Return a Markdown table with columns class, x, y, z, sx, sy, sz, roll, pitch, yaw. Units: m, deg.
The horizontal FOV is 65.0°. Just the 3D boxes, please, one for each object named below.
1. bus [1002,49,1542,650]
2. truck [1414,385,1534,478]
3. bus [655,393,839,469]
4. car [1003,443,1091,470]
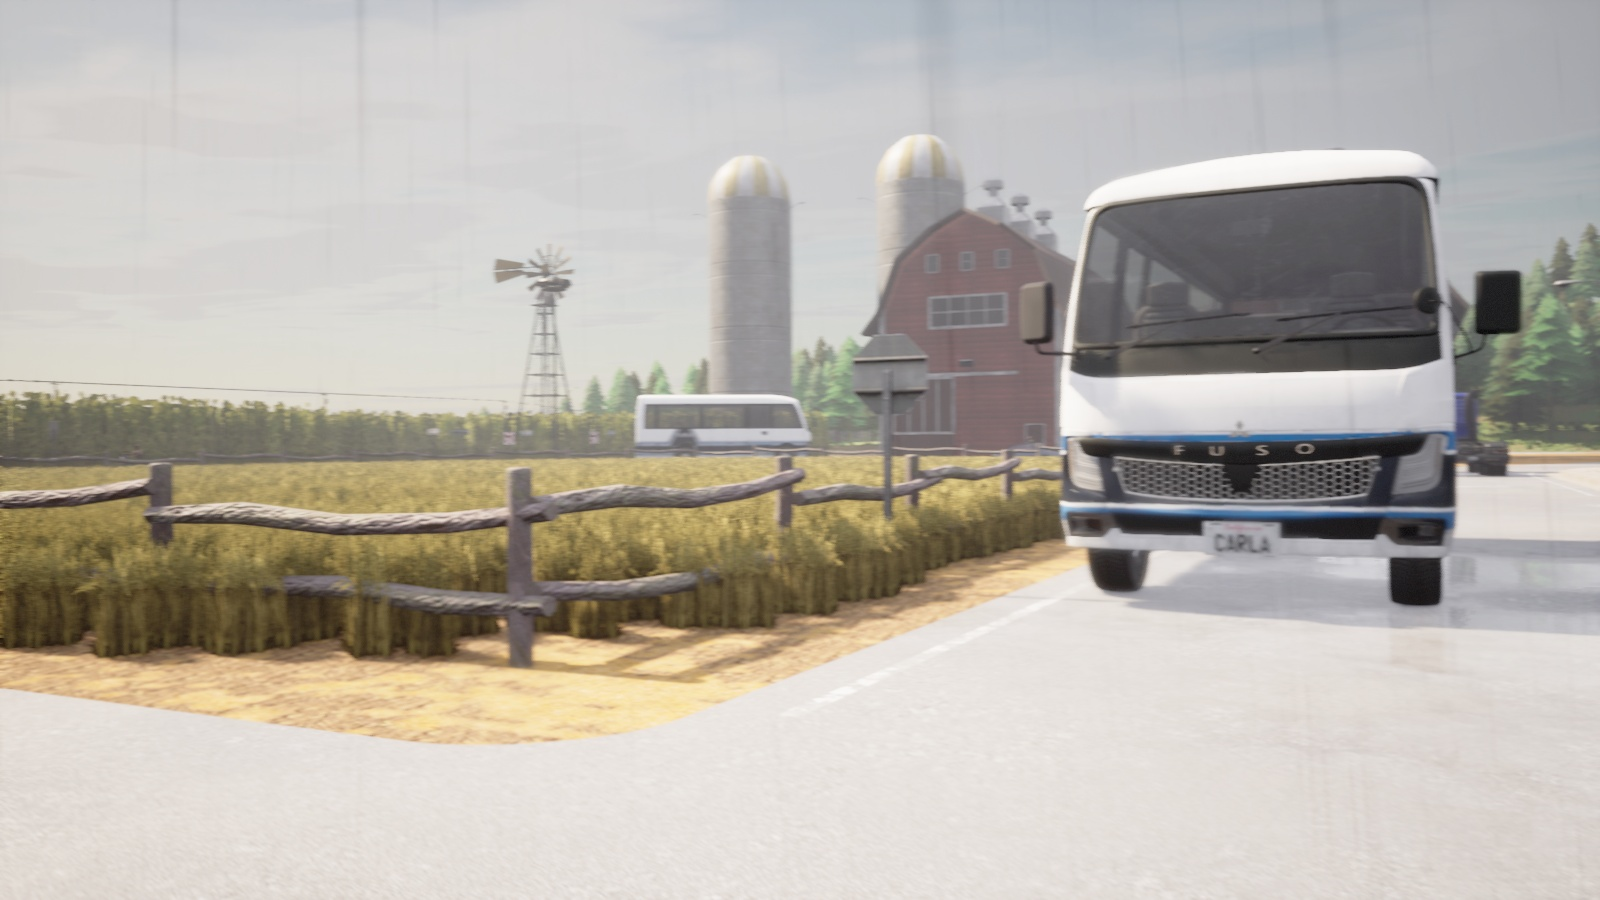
| class | x | y | z | sx | sy | sz | roll | pitch | yaw |
| --- | --- | --- | --- | --- | --- | --- | --- | --- | --- |
| bus | 5.807 | -0.753 | 14.372 | 3.944 | 4.253 | 10.273 | 0 | 0 | 27 |
| truck | 27.182 | -0.716 | 51.052 | 2.891 | 3.462 | 7.936 | -1 | 0 | 18 |
| bus | -3.113 | -1.060 | 72.224 | 10.273 | 4.253 | 3.944 | 0 | -1 | -5 |
| car | 12.874 | 0.329 | 65.469 | 4.181 | 1.385 | 1.994 | 0 | 0 | 24 |
